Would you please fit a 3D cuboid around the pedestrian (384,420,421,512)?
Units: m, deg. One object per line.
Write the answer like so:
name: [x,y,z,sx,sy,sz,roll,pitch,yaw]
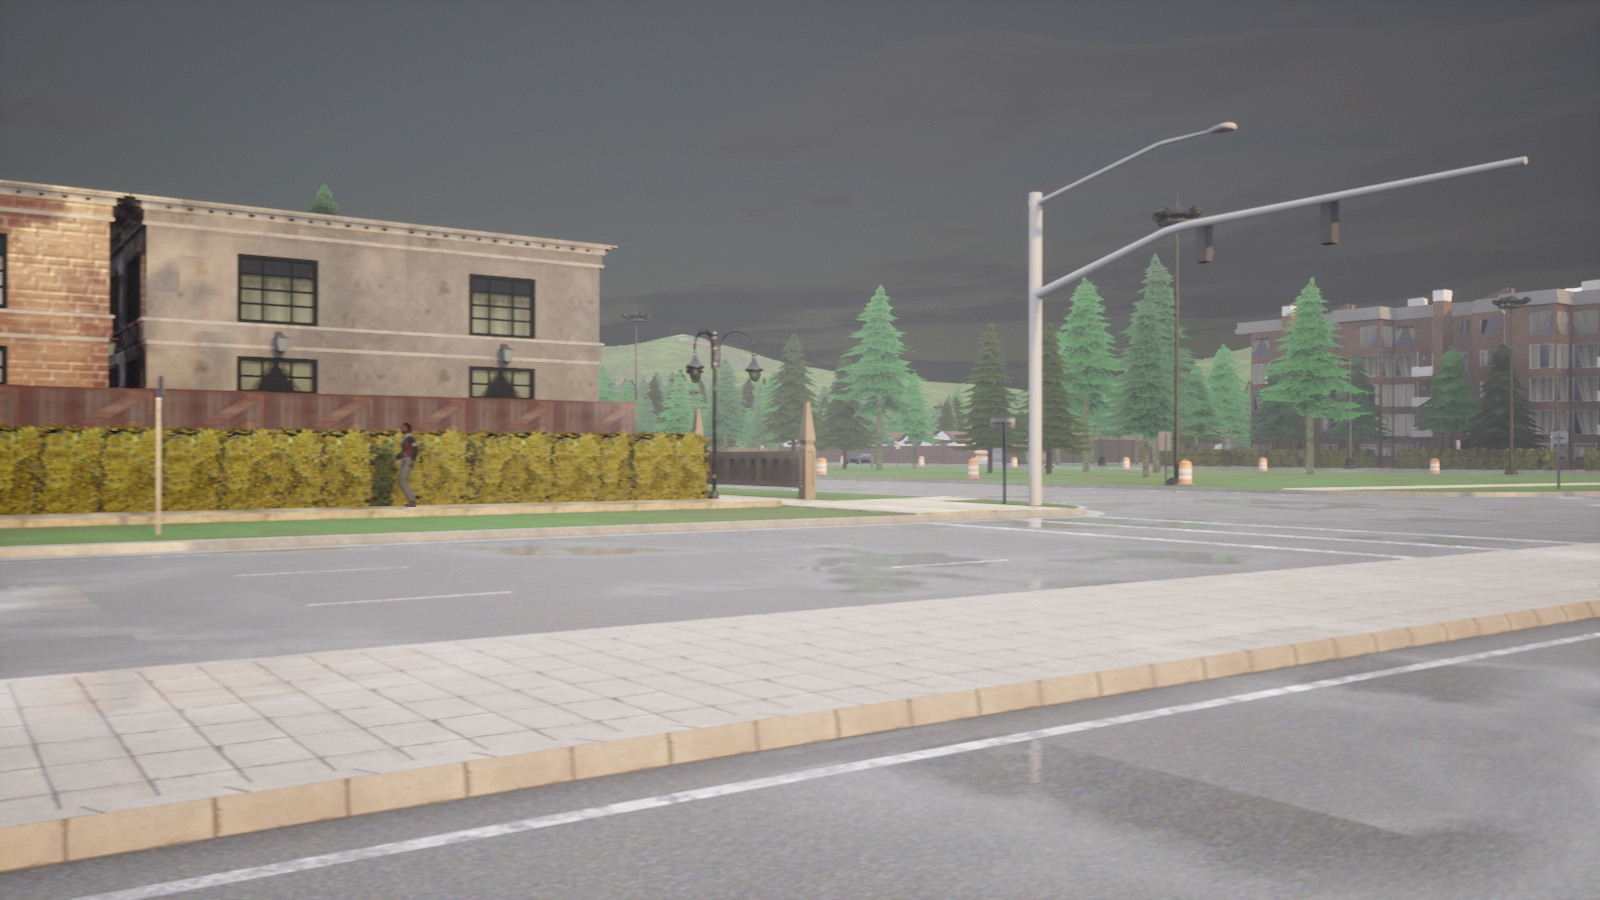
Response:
pedestrian: [-8.484,0.337,26.808,0.666,1.930,0.402,0,0,-35]
